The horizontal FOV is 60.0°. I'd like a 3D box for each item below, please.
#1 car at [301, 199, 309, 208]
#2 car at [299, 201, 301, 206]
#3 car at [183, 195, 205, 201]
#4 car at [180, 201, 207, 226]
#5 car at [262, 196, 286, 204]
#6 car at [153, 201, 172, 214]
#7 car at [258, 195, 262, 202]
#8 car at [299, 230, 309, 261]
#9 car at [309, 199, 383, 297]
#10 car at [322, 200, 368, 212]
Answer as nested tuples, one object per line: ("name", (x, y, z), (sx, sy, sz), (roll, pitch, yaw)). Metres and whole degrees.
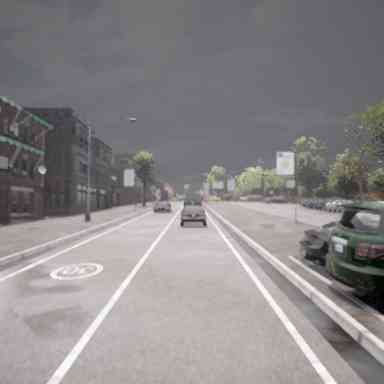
("car", (18.693, 1.685, 47.136), (4.892, 1.521, 2.231), (0, 0, 0))
("car", (18.697, 1.744, 50.412), (4.674, 1.452, 2.002), (0, 0, 0))
("car", (0.096, 1.414, 40.622), (2.150, 2.045, 5.566), (0, 0, 0))
("car", (0.096, 1.636, 24.497), (2.033, 1.411, 5.357), (0, 0, 0))
("car", (18.745, 1.724, 74.749), (4.553, 1.767, 2.185), (0, 0, 0))
("car", (-3.348, 1.743, 38.613), (1.994, 1.385, 4.181), (0, 0, 0))
("car", (18.674, 1.911, 77.918), (4.674, 1.452, 2.002), (0, 0, 0))
("car", (5.590, 1.473, 9.473), (4.892, 1.521, 2.231), (0, 0, 0))
("car", (5.623, 1.216, 6.672), (5.566, 2.045, 2.435), (0, 0, 0))
("car", (18.692, 1.685, 40.714), (4.674, 1.452, 2.002), (0, 0, 0))
